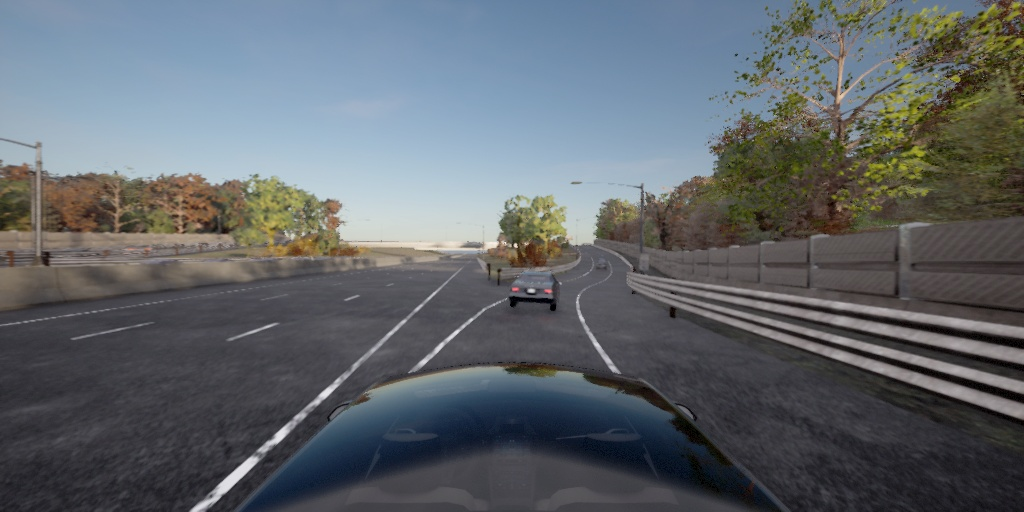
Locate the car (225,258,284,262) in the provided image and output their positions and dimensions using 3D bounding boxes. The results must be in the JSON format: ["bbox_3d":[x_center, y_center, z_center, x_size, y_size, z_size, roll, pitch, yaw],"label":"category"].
[{"bbox_3d":[-25.128,1.041,35.303,2.033,1.411,5.357,1,0,-5],"label":"car"}]

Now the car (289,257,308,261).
[{"bbox_3d":[-30.185,0.941,50.928,2.128,1.511,4.902,1,0,-5],"label":"car"}]

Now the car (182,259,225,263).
[{"bbox_3d":[-28.602,1.007,34.908,2.033,1.411,5.357,1,0,-5],"label":"car"}]

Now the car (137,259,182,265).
[{"bbox_3d":[-31.889,0.974,32.531,2.033,1.411,5.357,1,0,-6],"label":"car"}]

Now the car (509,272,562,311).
[{"bbox_3d":[1.097,1.390,15.305,2.033,1.411,5.357,2,-2,9],"label":"car"}]

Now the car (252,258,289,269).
[{"bbox_3d":[-33.604,0.963,50.102,2.033,1.411,5.357,1,0,-5],"label":"car"}]

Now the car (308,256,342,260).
[{"bbox_3d":[-26.715,0.987,51.397,1.837,1.490,4.892,1,0,-5],"label":"car"}]
